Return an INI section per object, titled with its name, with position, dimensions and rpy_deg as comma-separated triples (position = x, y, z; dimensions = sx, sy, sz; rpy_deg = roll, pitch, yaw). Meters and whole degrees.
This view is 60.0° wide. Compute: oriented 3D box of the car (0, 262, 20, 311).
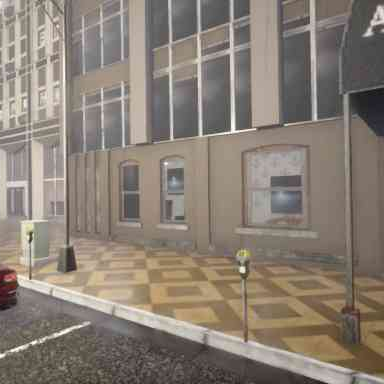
[car]
position = -4.954, 1.584, 6.419
dimensions = 4.206, 1.307, 1.802
rpy_deg = 0, -1, 36
